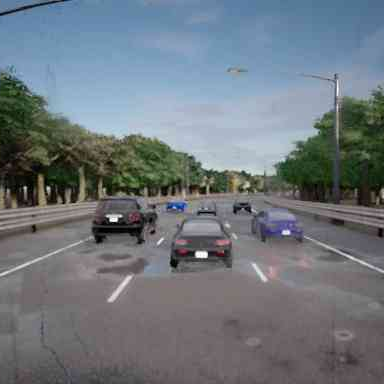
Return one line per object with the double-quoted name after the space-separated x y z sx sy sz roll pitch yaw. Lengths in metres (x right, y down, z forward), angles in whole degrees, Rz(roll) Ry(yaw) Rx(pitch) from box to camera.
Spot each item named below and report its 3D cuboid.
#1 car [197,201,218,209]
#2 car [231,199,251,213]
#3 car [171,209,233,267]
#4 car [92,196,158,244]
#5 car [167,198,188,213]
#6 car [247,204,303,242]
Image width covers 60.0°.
1.462 1.517 31.787 2.033 1.411 5.357 0 0 5 "car"
5.345 1.475 35.857 1.837 1.490 4.892 0 0 5 "car"
0.333 1.514 11.221 1.812 1.442 4.674 0 0 2 "car"
-3.016 1.201 15.960 2.150 2.045 5.566 0 0 2 "car"
-1.586 1.439 36.901 1.882 1.535 5.008 0 0 5 "car"
4.001 1.513 16.067 1.812 1.442 4.674 0 0 2 "car"
